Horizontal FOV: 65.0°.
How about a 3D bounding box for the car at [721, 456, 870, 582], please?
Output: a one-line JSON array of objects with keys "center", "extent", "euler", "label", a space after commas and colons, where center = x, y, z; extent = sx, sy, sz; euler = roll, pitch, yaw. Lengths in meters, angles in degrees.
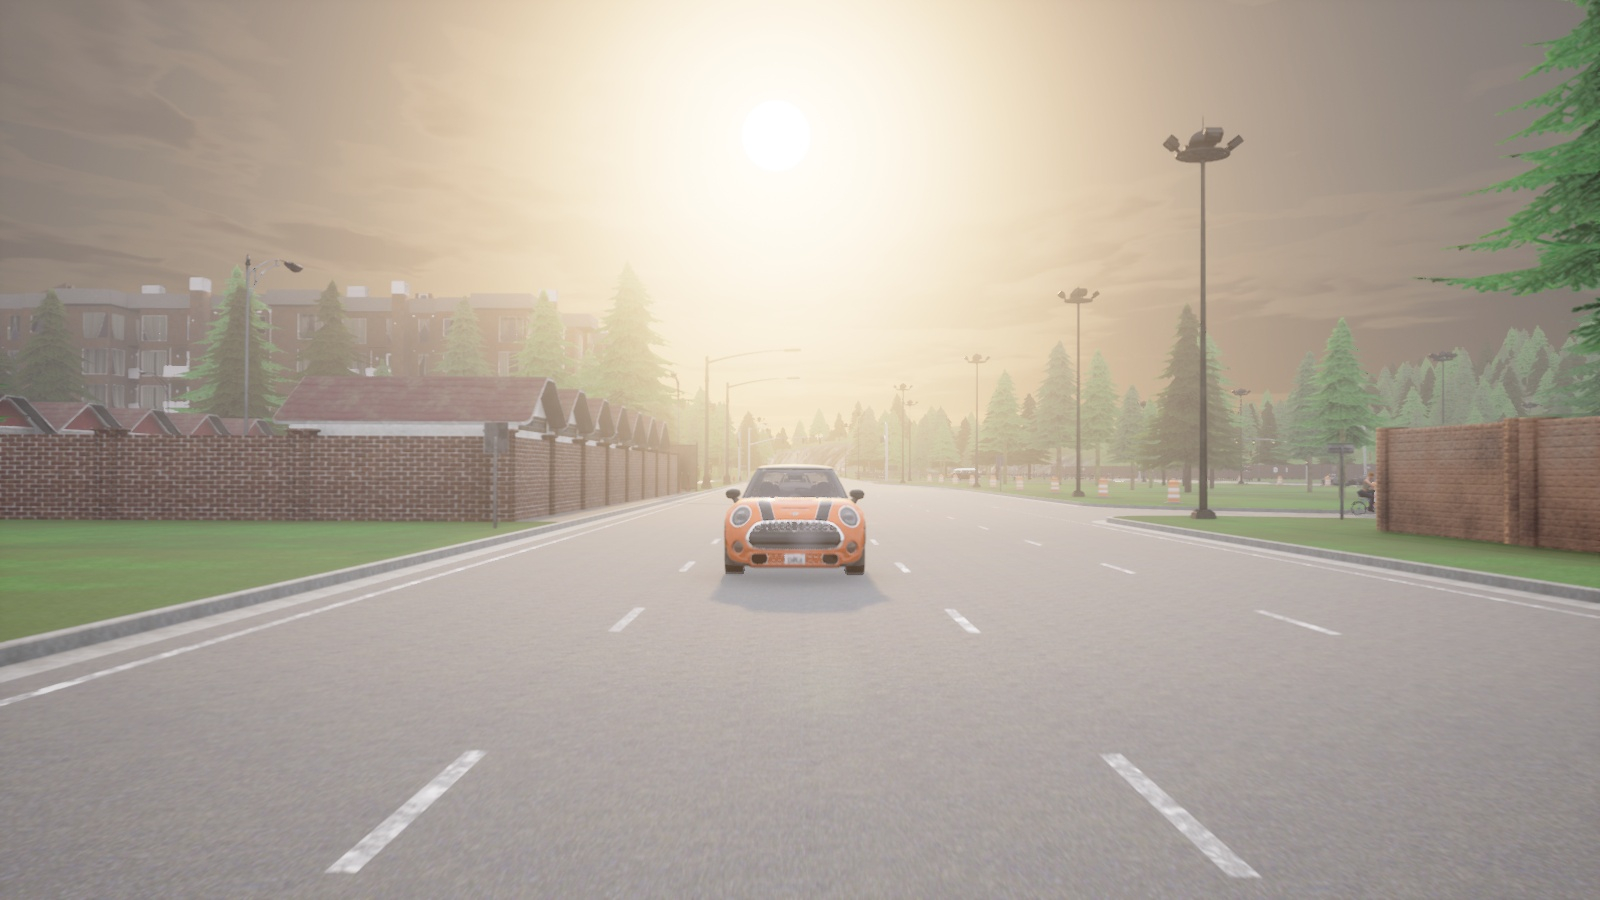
[{"center": [-0.070, 1.009, 19.992], "extent": [2.097, 1.767, 4.553], "euler": [0, -1, 0], "label": "car"}]
